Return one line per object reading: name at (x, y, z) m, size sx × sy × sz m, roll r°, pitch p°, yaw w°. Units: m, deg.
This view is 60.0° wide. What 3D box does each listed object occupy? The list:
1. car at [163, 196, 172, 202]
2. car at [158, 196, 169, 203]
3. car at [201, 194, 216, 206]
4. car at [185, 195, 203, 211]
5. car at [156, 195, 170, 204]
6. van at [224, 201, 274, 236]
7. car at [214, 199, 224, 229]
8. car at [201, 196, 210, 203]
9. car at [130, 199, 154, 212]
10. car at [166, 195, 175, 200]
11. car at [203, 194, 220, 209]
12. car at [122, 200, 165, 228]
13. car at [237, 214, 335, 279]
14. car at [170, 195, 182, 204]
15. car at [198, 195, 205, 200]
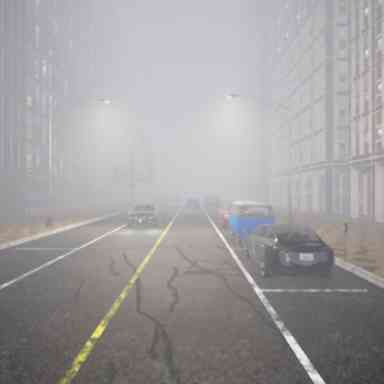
car at (-5.697, 1.522, 78.215) m, size 1.802 × 1.307 × 4.206 m, roll 0°, pitch 0°, yaw 0°
car at (-5.696, 1.522, 66.832) m, size 1.947 × 1.339 × 4.313 m, roll 0°, pitch 0°, yaw 0°
car at (2.687, 1.285, 55.436) m, size 2.192 × 1.841 × 5.009 m, roll 0°, pitch 0°, yaw 0°
car at (0.095, 1.460, 41.297) m, size 1.882 × 1.535 × 5.008 m, roll 0°, pitch 0°, yaw 0°
car at (-5.695, 1.514, 61.139) m, size 2.008 × 1.369 × 4.403 m, roll 0°, pitch 0°, yaw 0°
van at (2.691, 1.340, 15.592) m, size 1.690 × 1.788 × 3.998 m, roll 0°, pitch 0°, yaw 0°
car at (2.690, 1.437, 21.283) m, size 1.967 × 1.590 × 4.097 m, roll 0°, pitch 0°, yaw 0°
car at (2.685, 1.481, 66.990) m, size 1.752 × 1.417 × 4.829 m, roll 0°, pitch 0°, yaw 0°
car at (-5.693, 1.536, 38.370) m, size 2.008 × 1.369 × 4.403 m, roll 0°, pitch 0°, yaw 0°
car at (-5.699, 1.473, 89.600) m, size 2.008 × 1.369 × 4.403 m, roll 0°, pitch 0°, yaw 0°
car at (2.688, 1.296, 44.051) m, size 2.192 × 1.841 × 5.009 m, roll 0°, pitch 0°, yaw 0°
car at (-3.103, 1.501, 22.324) m, size 1.837 × 1.490 × 4.892 m, roll 0°, pitch 0°, yaw 0°
car at (2.691, 1.566, 9.898) m, size 1.947 × 1.339 × 4.313 m, roll 0°, pitch 0°, yaw 0°
car at (-3.031, 1.484, 63.594) m, size 1.812 × 1.442 × 4.674 m, roll 0°, pitch 0°, yaw 1°
car at (2.682, 1.478, 95.281) m, size 1.947 × 1.339 × 4.313 m, roll 0°, pitch 0°, yaw 0°
